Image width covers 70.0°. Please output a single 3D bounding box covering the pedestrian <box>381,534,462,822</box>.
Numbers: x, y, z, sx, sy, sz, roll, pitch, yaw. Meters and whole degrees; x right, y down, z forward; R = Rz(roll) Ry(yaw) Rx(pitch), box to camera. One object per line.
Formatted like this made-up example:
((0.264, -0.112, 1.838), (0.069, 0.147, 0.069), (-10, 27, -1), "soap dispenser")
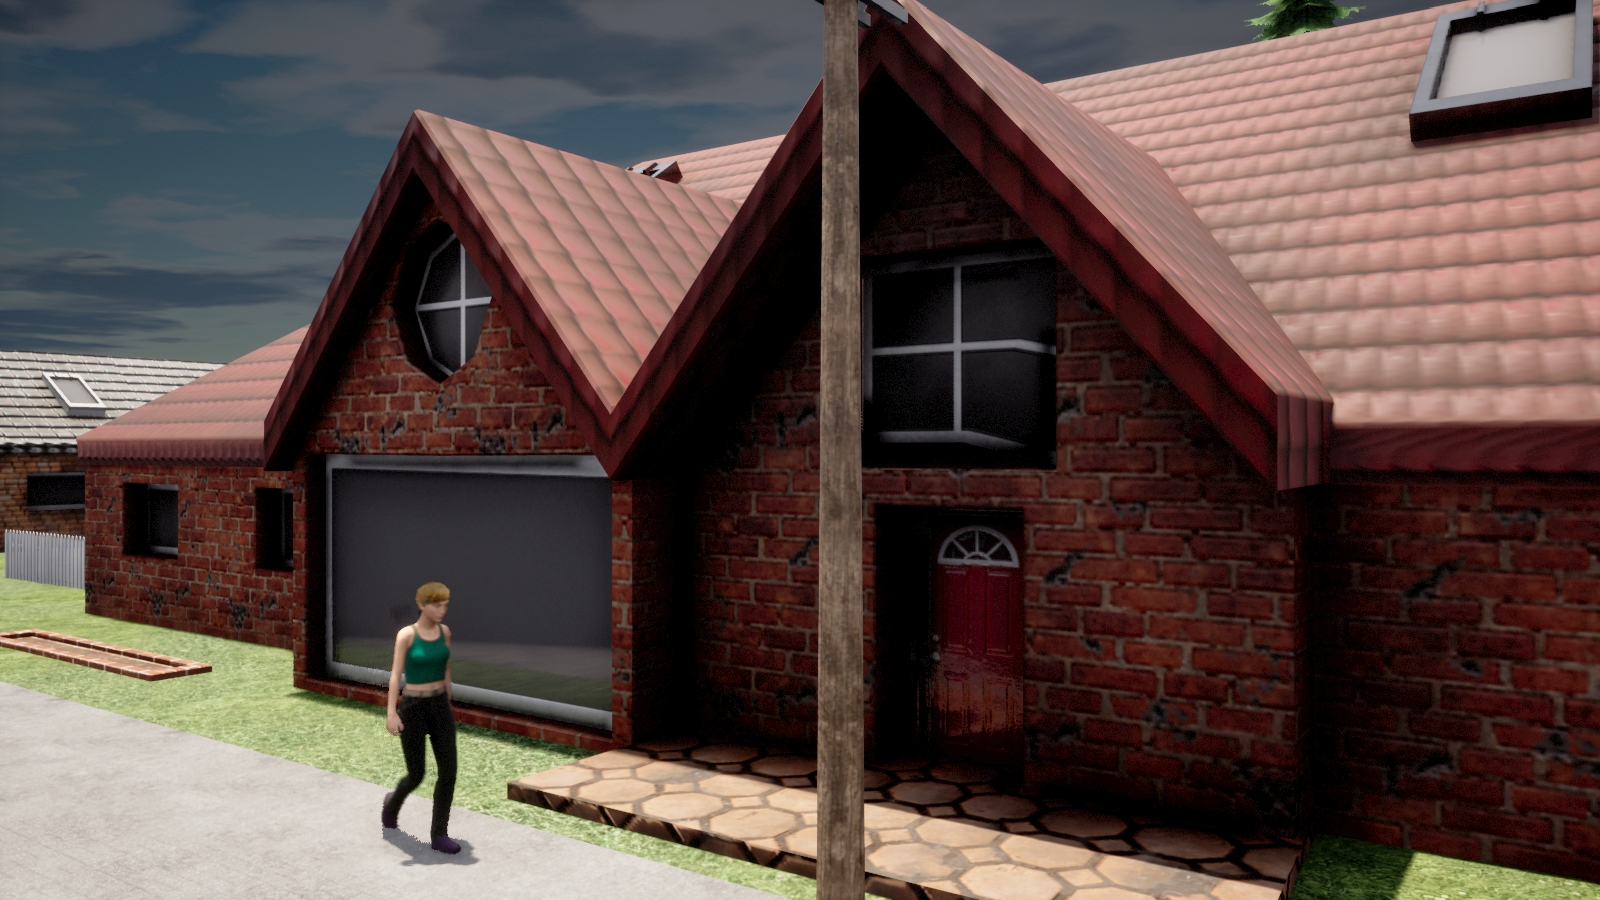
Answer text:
((-2.581, 1.524, 7.792), (0.375, 1.860, 0.375), (0, 0, 38), "pedestrian")
